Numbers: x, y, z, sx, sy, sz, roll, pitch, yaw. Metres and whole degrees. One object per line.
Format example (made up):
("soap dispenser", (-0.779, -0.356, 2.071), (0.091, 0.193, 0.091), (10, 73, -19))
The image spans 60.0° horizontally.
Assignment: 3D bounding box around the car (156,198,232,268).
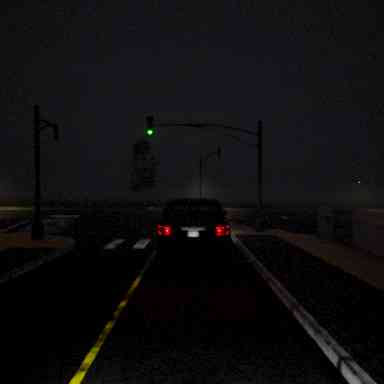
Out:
("car", (0.071, 1.200, 11.379), (2.150, 2.045, 5.566), (0, 0, 1))
